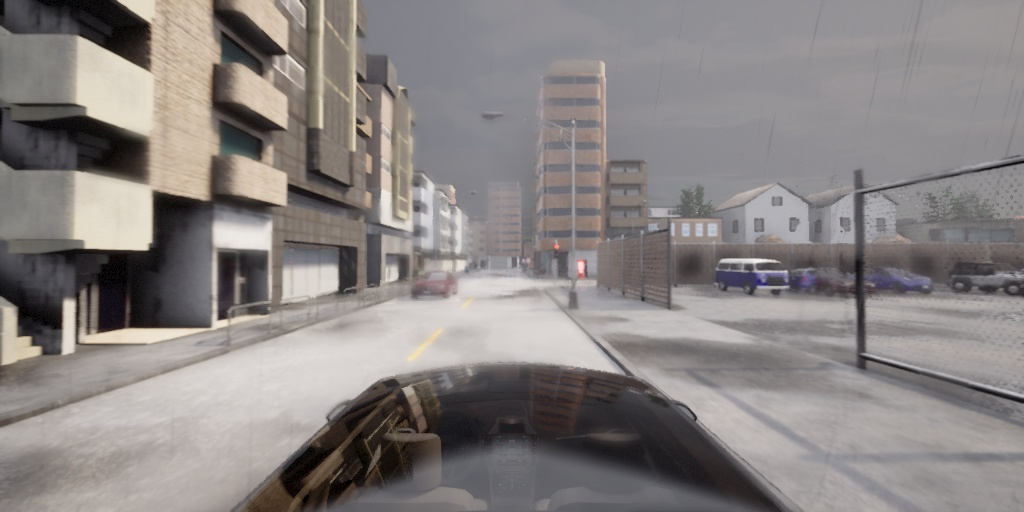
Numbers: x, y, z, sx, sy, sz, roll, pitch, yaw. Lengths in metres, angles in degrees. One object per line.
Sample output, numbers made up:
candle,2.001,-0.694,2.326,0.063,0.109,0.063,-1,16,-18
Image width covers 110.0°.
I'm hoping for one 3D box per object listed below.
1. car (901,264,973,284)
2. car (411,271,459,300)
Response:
car,41.853,1.787,35.366,4.181,1.385,1.994,0,-1,0
car,-4.055,1.524,19.493,1.812,1.442,4.674,0,-1,1
